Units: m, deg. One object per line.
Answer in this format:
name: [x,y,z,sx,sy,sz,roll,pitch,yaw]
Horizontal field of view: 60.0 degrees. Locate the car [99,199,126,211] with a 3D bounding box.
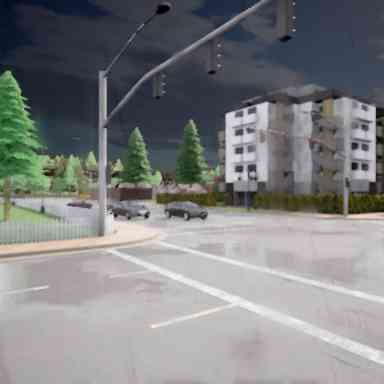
car: [-9.948,1.582,41.561,1.994,1.385,4.181,0,0,-34]

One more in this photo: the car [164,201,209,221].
car: [-0.553,1.522,27.652,1.837,1.490,4.892,0,0,-34]

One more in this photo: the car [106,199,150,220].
car: [-5.273,1.505,28.378,2.128,1.511,4.902,0,0,-34]

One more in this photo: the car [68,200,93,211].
car: [-13.735,1.615,40.927,1.895,1.301,4.718,0,0,-34]
